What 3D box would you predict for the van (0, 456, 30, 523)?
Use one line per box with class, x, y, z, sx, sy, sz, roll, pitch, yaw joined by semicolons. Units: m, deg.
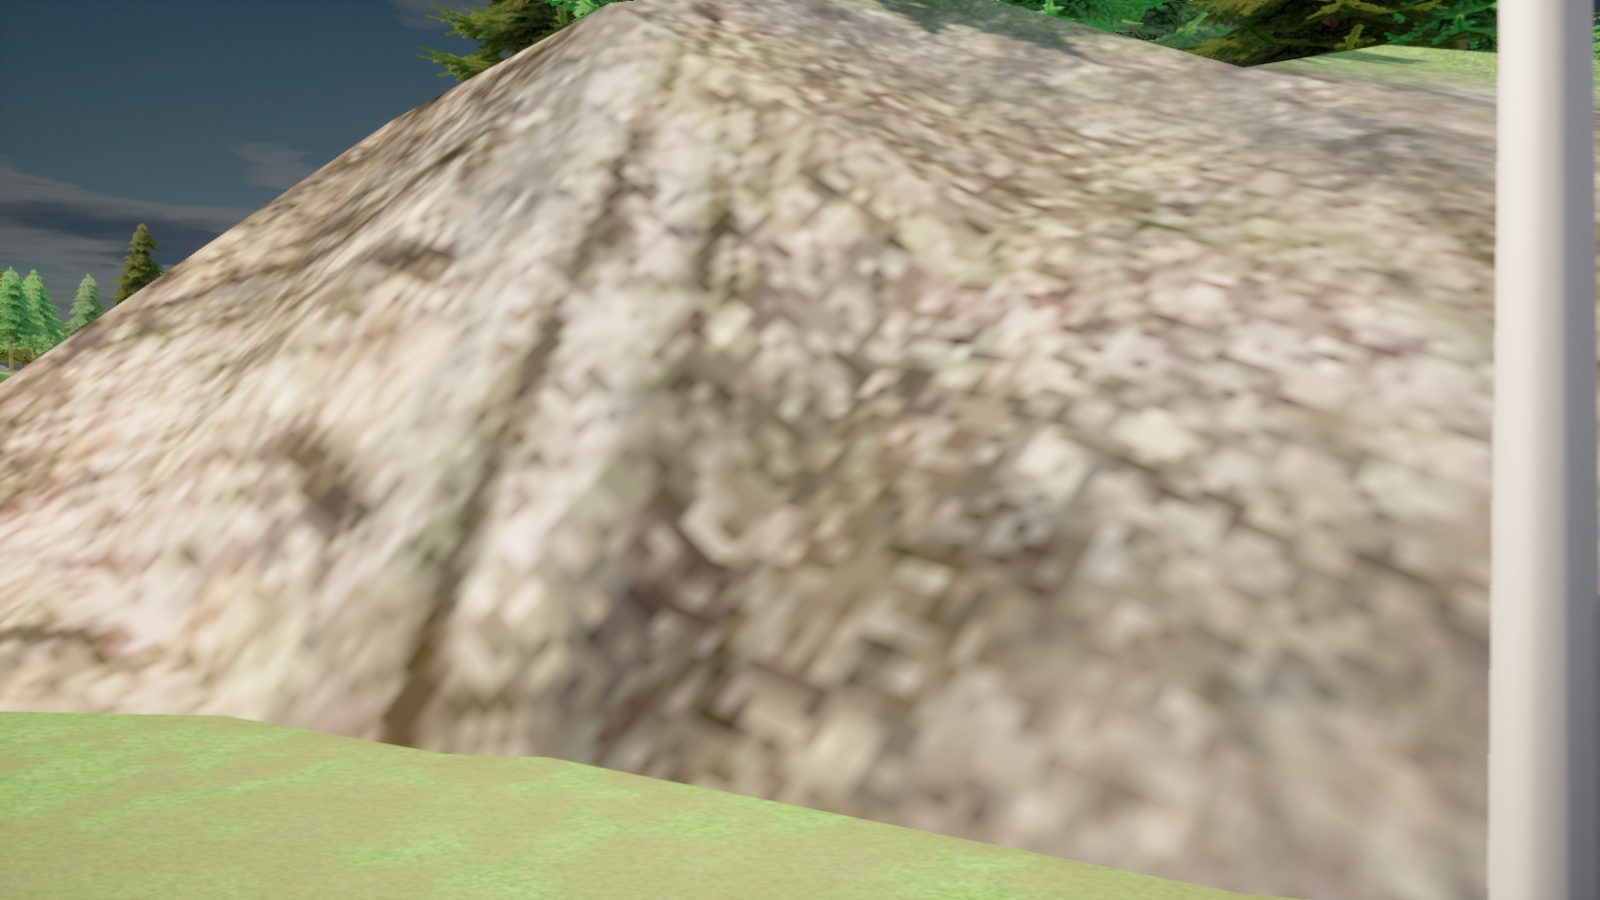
van;-31.837;1.517;42.412;1.988;2.561;5.915;0;0;7
